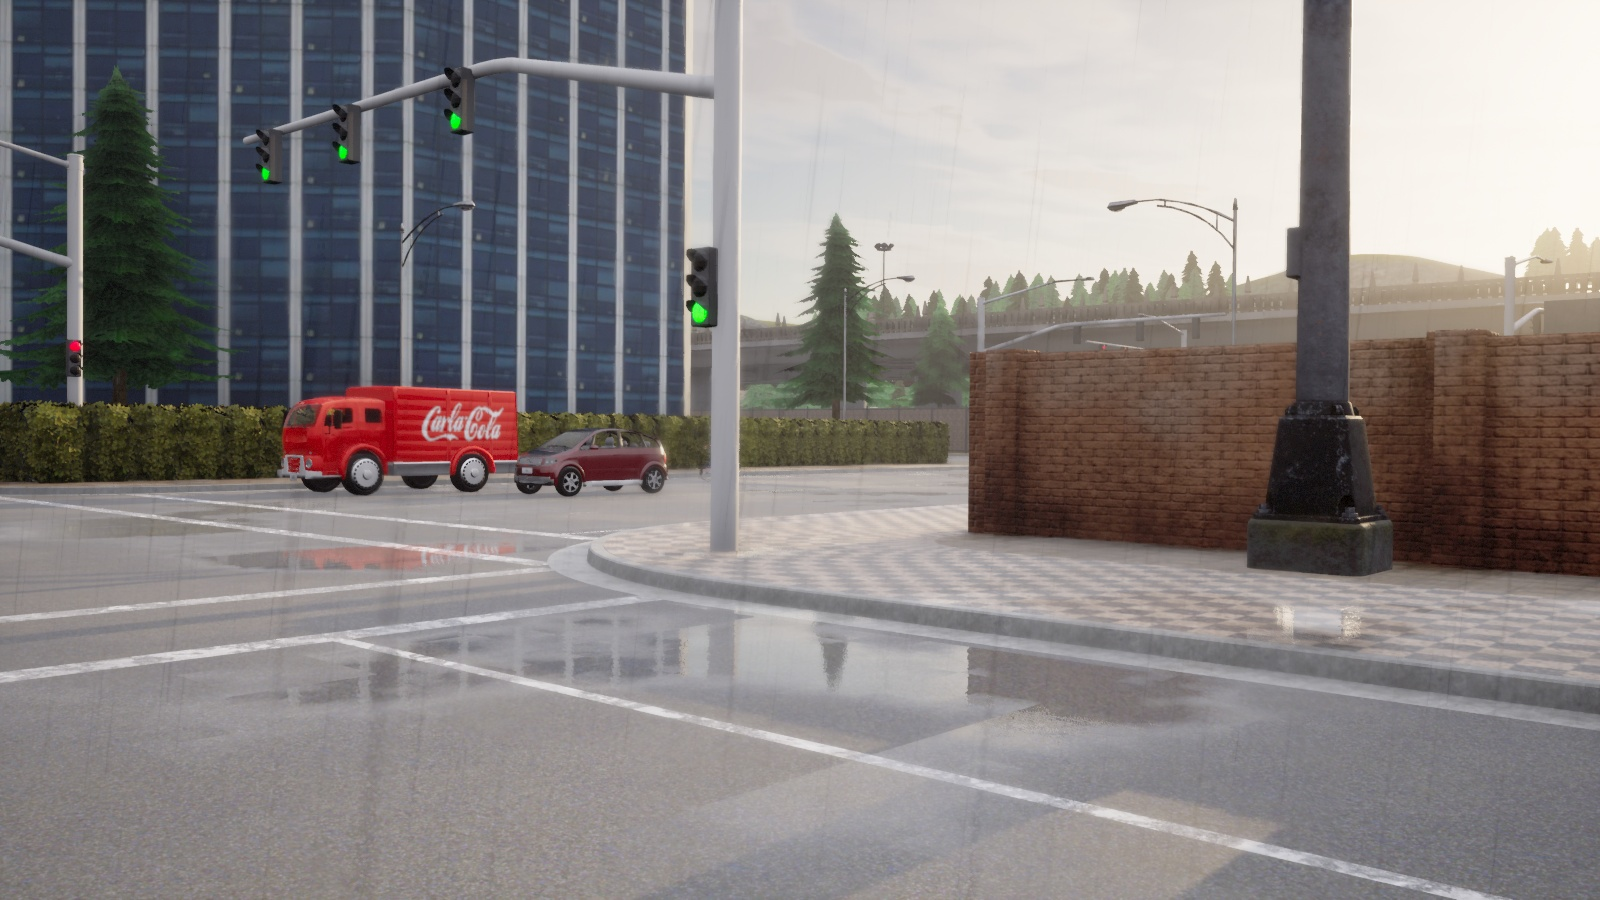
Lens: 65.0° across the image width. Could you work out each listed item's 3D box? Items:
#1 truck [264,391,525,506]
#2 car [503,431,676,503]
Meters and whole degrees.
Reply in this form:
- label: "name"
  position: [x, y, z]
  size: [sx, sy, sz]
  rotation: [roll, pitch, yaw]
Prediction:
- label: "truck"
  position: [-9.437, -0.074, 29.588]
  size: [2.627, 2.467, 5.204]
  rotation: [0, 1, 41]
- label: "car"
  position: [-4.882, 0.352, 29.483]
  size: [1.789, 1.549, 3.705]
  rotation: [0, 1, 41]
